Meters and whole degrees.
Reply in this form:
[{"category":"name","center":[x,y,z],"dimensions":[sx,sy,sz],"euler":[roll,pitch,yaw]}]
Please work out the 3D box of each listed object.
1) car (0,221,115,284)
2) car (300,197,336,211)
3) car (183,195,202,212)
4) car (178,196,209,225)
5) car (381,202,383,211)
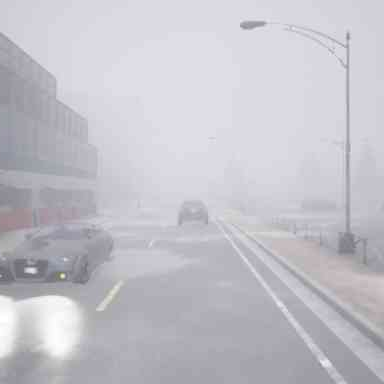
[{"category":"car","center":[-3.541,1.547,9.342],"dimensions":[1.994,1.385,4.181],"euler":[0,0,1]},{"category":"car","center":[13.889,1.321,36.459],"dimensions":[3.633,1.501,1.845],"euler":[0,0,0]},{"category":"car","center":[0.079,1.284,37.998],"dimensions":[2.097,1.767,4.553],"euler":[0,0,0]},{"category":"car","center":[0.098,1.308,23.997],"dimensions":[2.097,1.767,4.553],"euler":[0,0,0]},{"category":"car","center":[21.310,1.337,33.479],"dimensions":[3.806,1.475,1.970],"euler":[0,0,0]}]
